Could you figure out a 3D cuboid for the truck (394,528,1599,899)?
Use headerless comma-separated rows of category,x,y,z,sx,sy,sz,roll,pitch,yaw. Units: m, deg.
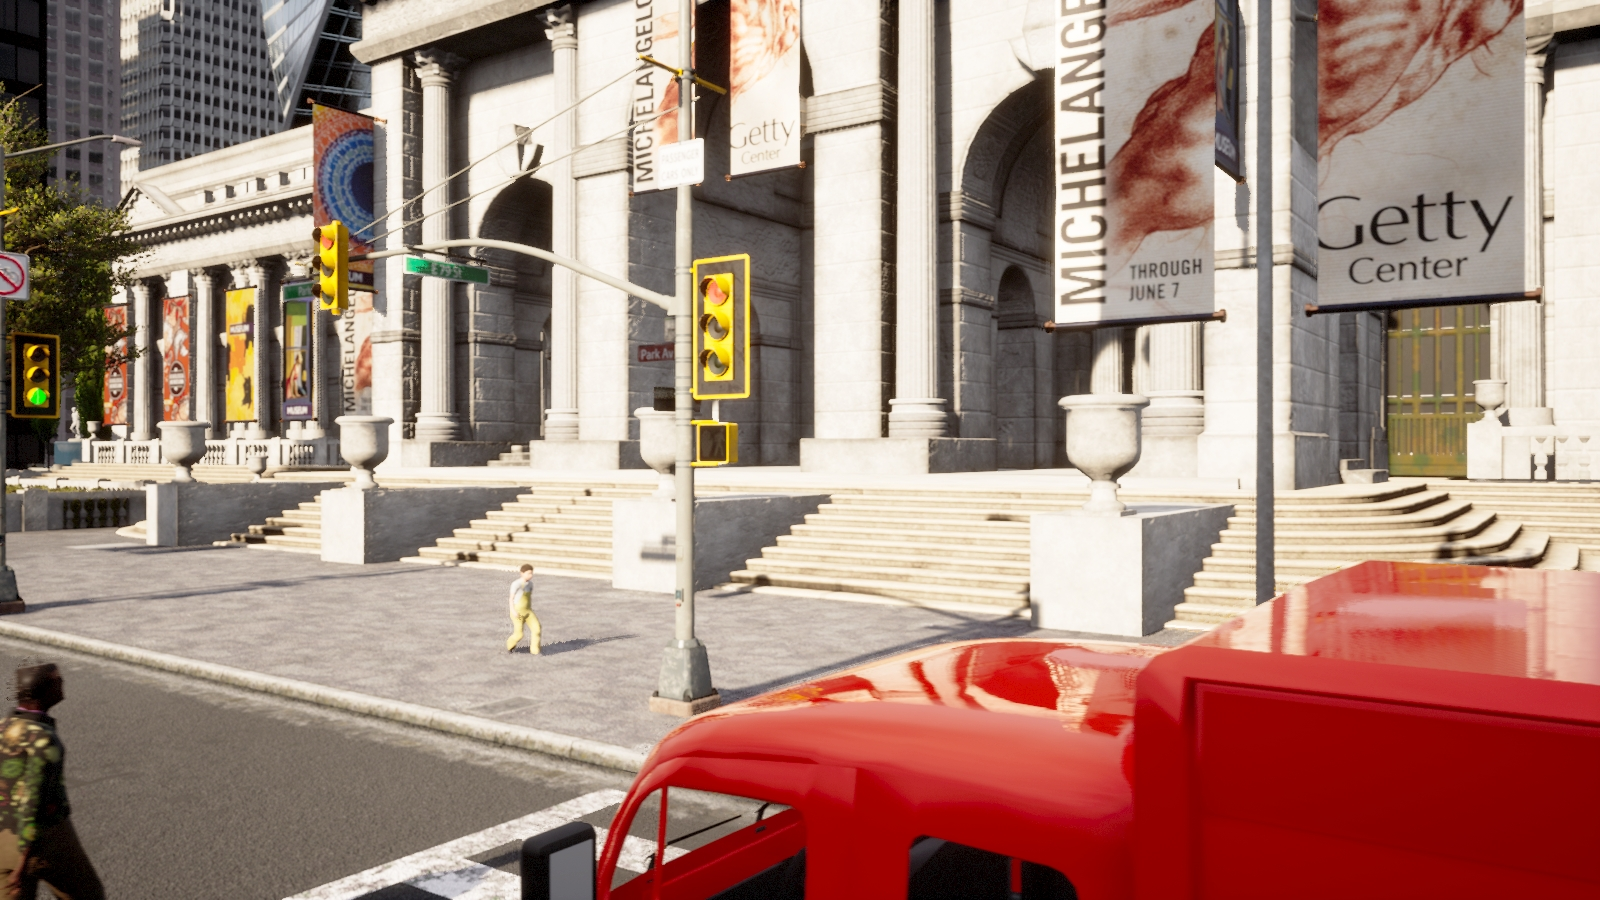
truck,1.857,1.565,2.480,5.204,2.467,2.627,0,0,35

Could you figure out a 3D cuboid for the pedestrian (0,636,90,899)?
pedestrian,-3.673,1.853,5.414,0.375,1.860,0.375,0,0,22

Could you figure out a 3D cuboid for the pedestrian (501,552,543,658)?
pedestrian,-3.581,1.982,14.722,0.375,1.300,0.375,0,0,36
